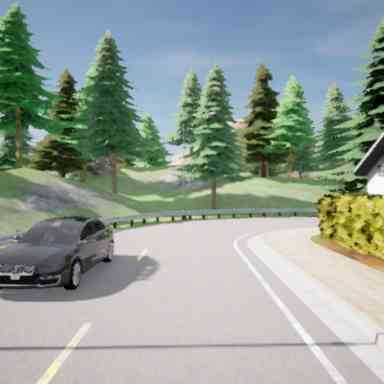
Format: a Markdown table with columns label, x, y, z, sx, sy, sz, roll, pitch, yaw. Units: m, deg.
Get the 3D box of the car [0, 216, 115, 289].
| label | x | y | z | sx | sy | sz | roll | pitch | yaw |
| --- | --- | --- | --- | --- | --- | --- | --- | --- | --- |
| car | -3.498 | 1.473 | 9.158 | 1.837 | 1.490 | 4.892 | 0 | 0 | 2 |
